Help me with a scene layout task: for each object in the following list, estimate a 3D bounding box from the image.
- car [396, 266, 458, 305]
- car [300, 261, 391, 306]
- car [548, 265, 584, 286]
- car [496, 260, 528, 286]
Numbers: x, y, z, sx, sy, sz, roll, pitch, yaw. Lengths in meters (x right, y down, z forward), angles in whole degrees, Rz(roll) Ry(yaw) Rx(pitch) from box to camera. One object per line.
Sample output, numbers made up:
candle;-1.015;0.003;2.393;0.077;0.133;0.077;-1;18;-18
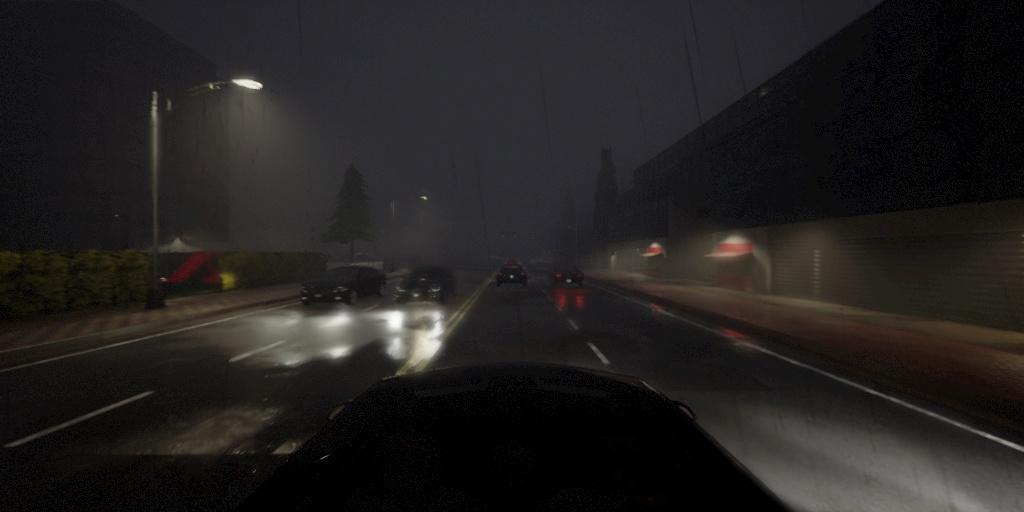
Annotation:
car;-3.505;1.196;15.529;1.837;1.490;4.892;0;0;0
car;-7.006;1.158;15.441;1.882;1.535;5.008;0;0;0
car;3.513;1.231;24.231;1.895;1.301;4.718;0;0;0
car;0.003;1.197;23.725;1.994;1.385;4.181;0;0;1
